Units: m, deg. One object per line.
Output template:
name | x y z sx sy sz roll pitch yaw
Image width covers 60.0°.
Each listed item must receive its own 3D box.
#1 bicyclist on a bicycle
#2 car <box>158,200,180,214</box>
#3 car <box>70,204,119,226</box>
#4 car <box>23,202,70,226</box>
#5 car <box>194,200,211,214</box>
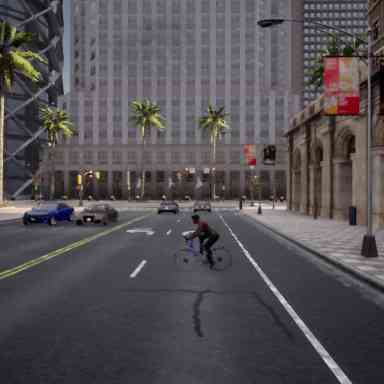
bicyclist on a bicycle | 0.285 1.453 9.331 1.656 1.620 0.582 -2 0 1
car | -2.425 1.564 34.956 1.994 1.385 4.181 0 0 2
car | -6.465 1.563 23.153 1.994 1.385 4.181 0 0 3
car | -9.963 1.478 23.502 1.882 1.535 5.008 0 0 2
car | 1.147 1.547 35.989 2.033 1.411 5.357 0 0 2
